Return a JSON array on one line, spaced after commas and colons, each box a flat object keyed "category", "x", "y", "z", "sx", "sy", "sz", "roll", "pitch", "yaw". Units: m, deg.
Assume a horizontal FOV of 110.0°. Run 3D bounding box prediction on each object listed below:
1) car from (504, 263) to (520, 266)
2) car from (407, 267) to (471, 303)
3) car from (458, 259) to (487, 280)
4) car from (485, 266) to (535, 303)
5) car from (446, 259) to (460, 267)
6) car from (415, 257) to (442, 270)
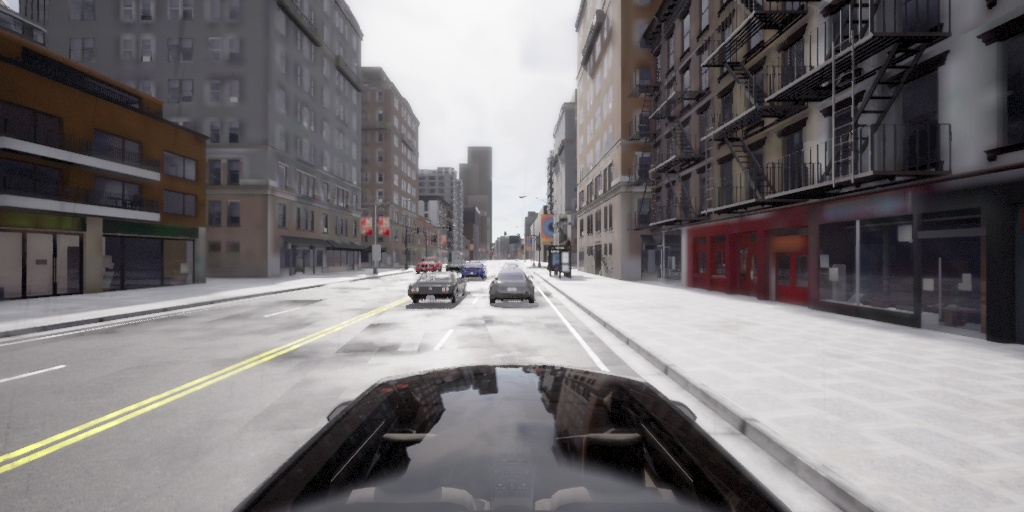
[{"category": "car", "x": 0.000, "y": 1.321, "z": 31.501, "sx": 2.033, "sy": 1.411, "sz": 5.357, "roll": 0, "pitch": 0, "yaw": 0}, {"category": "car", "x": -3.250, "y": 1.367, "z": 16.530, "sx": 1.895, "sy": 1.301, "sz": 4.718, "roll": 0, "pitch": 0, "yaw": 0}, {"category": "car", "x": -3.250, "y": 1.242, "z": 31.500, "sx": 1.882, "sy": 1.535, "sz": 5.008, "roll": 0, "pitch": 0, "yaw": 0}, {"category": "car", "x": 0.000, "y": 1.323, "z": 16.500, "sx": 1.994, "sy": 1.385, "sz": 4.181, "roll": 0, "pitch": 0, "yaw": 0}, {"category": "car", "x": -6.500, "y": 1.172, "z": 42.531, "sx": 2.097, "sy": 1.767, "sz": 4.553, "roll": 0, "pitch": 0, "yaw": 0}, {"category": "car", "x": -9.750, "y": 1.094, "z": 42.471, "sx": 2.150, "sy": 2.045, "sz": 5.566, "roll": 0, "pitch": 0, "yaw": 0}]
